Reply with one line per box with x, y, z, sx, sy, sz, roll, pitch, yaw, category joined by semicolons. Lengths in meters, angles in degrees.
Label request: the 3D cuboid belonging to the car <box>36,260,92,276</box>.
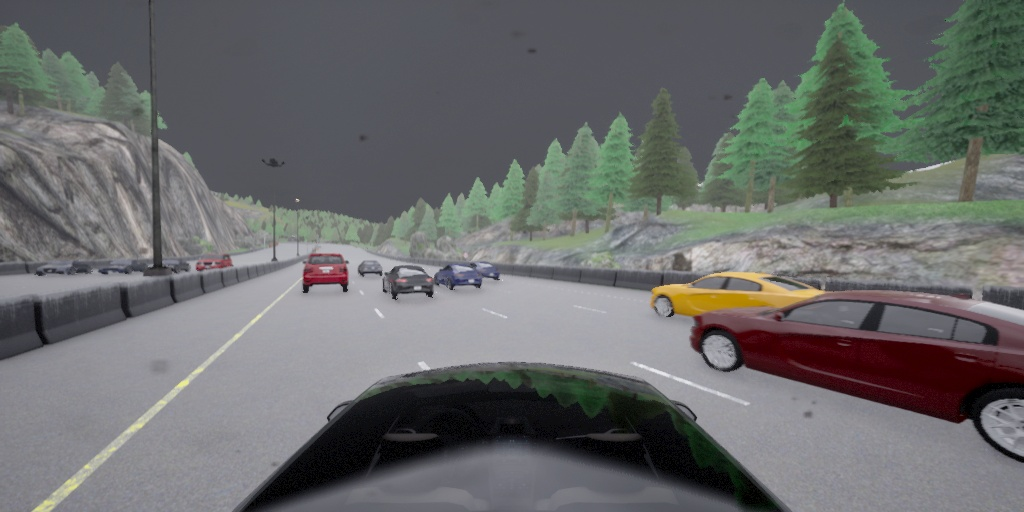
-40.435;1.079;32.459;1.994;1.385;4.181;0;0;-27;car

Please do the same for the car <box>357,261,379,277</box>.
-13.120;1.126;33.101;2.033;1.411;5.357;0;0;-27;car

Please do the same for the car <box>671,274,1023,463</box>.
5.094;1.225;5.113;1.882;1.535;5.008;0;0;-27;car

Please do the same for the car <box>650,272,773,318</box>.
6.353;1.205;10.347;1.882;1.535;5.008;0;0;-27;car

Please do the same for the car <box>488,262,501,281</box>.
-2.496;1.155;27.683;1.812;1.442;4.674;0;0;-27;car

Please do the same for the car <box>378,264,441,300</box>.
-5.084;1.194;17.357;1.812;1.442;4.674;0;0;-27;car

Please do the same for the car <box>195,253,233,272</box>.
-31.519;0.738;38.116;2.150;2.045;5.566;0;0;-27;car

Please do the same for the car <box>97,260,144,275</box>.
-37.804;1.057;35.027;2.033;1.411;5.357;0;0;-27;car

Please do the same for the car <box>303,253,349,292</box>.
-10.669;0.862;20.599;2.150;2.045;5.566;0;0;-27;car

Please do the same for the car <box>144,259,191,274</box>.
-34.640;1.058;36.531;2.033;1.411;5.357;0;0;-27;car

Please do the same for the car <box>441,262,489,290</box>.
-3.256;1.181;21.472;1.812;1.442;4.674;0;0;-27;car
